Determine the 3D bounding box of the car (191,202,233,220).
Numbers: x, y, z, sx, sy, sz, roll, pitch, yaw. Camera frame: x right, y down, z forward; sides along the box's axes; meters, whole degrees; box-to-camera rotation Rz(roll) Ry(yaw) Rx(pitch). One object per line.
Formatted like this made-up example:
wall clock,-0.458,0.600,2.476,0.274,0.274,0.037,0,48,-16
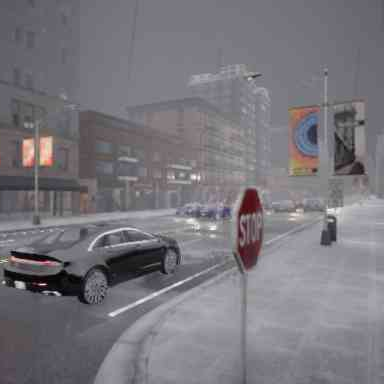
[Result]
car,2.140,1.698,30.506,1.882,1.535,5.008,0,0,28

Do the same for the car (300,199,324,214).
car,14.930,1.684,40.332,2.097,1.767,4.553,0,0,29

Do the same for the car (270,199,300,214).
car,11.438,1.885,40.705,1.994,1.385,4.181,0,0,29

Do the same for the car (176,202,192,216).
car,0.146,1.759,33.686,1.812,1.442,4.674,0,0,28

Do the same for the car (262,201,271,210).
car,10.707,1.955,46.355,2.033,1.411,5.357,0,0,28

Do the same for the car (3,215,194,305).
car,-2.078,1.550,8.381,2.128,1.511,4.902,0,0,28
